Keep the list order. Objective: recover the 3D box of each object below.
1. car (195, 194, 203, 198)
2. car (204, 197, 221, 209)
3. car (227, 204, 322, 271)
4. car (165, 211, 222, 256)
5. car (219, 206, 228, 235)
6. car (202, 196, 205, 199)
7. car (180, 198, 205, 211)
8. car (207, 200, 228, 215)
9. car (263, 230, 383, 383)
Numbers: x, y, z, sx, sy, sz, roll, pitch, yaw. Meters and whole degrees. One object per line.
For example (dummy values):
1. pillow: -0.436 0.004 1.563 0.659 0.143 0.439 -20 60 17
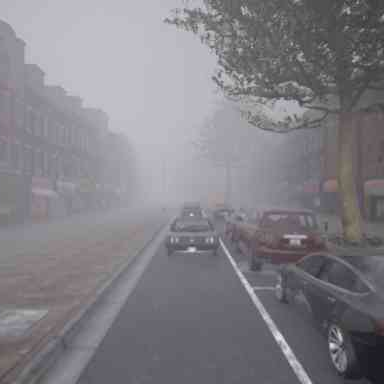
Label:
1. car: 2.400 1.595 77.538 1.967 1.590 4.097 2 0 0
2. car: 2.878 1.570 40.758 1.882 1.535 5.008 0 0 0
3. car: 2.631 1.370 10.883 2.192 1.841 5.009 2 0 0
4. car: 0.017 1.666 13.459 1.895 1.301 4.718 0 0 0
5. car: 2.607 1.619 16.440 1.887 1.381 4.507 2 0 0
6. car: 2.859 1.599 47.763 1.837 1.490 4.892 0 0 0
7. car: -0.029 1.600 29.938 1.837 1.490 4.892 0 1 0
8. car: 2.570 1.658 27.552 1.947 1.339 4.313 2 0 0
9. car: 2.643 1.597 5.323 1.947 1.339 4.313 2 0 0
